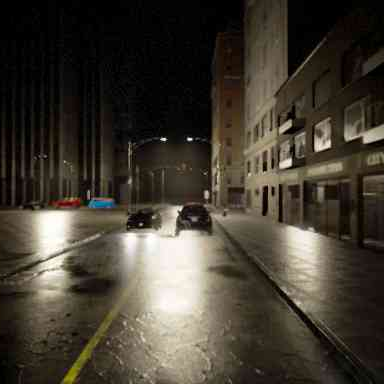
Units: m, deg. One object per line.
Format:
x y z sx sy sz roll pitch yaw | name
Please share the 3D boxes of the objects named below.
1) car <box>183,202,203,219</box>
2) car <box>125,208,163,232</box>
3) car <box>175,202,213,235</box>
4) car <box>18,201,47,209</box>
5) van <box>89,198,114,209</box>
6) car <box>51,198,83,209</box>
0.122 1.792 33.550 1.882 1.535 5.008 0 -1 0 | car
-3.030 1.764 21.811 1.994 1.385 4.181 0 -1 1 | car
0.115 1.538 20.284 2.097 1.767 4.553 0 -1 0 | car
-25.966 2.115 54.215 4.313 1.339 1.947 0 -1 -1 | car
-14.686 1.898 54.381 3.998 1.788 1.690 0 -1 -1 | van
-20.326 1.869 54.299 5.009 1.841 2.192 0 -1 -1 | car
